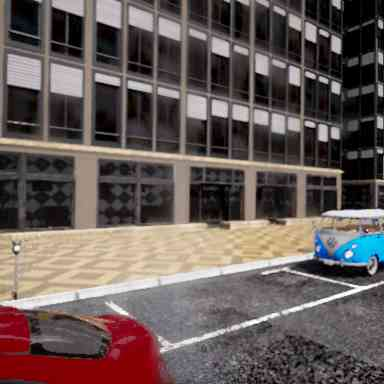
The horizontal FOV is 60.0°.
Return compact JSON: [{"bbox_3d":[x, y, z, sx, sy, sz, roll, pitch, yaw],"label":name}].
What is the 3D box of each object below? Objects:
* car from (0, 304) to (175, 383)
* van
[{"bbox_3d":[-2.244,1.517,1.769,4.674,1.442,1.812,1,-1,-36],"label":"car"},{"bbox_3d":[5.532,1.460,10.506,3.998,1.788,1.690,1,0,-36],"label":"van"}]
